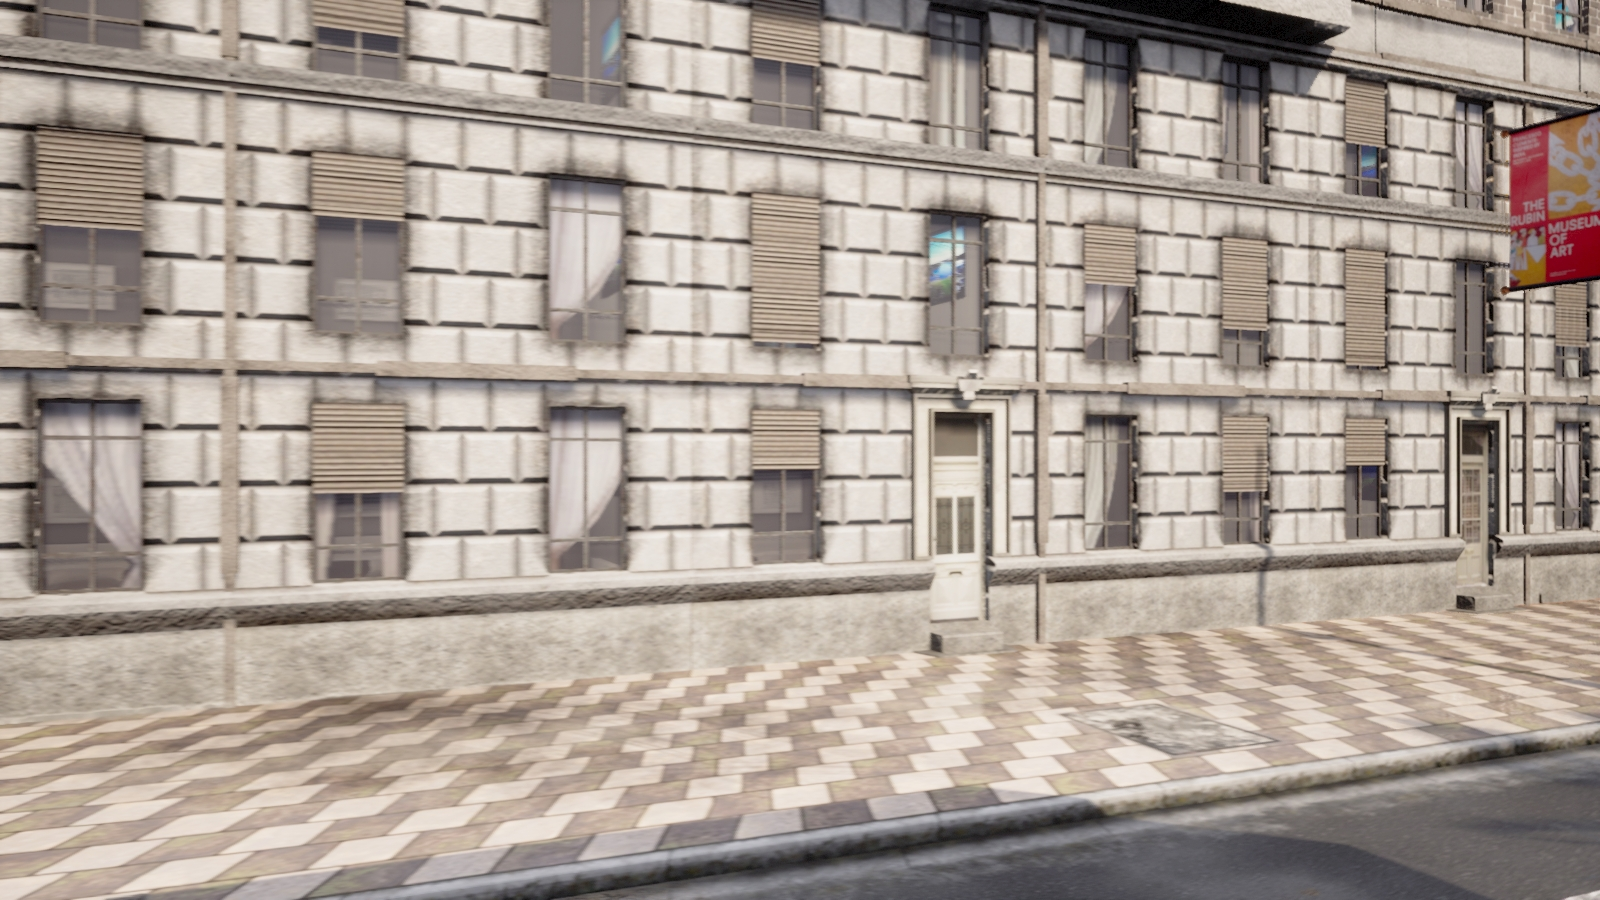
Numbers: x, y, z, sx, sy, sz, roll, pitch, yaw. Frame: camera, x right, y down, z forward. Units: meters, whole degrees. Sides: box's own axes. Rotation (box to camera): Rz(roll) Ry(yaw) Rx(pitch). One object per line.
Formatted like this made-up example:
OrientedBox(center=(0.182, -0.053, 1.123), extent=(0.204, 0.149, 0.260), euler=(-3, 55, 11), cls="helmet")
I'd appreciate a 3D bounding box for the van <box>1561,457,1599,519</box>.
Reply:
OrientedBox(center=(34.649, 1.565, 46.607), extent=(1.988, 2.561, 5.915), euler=(0, 0, -23), cls="van")
